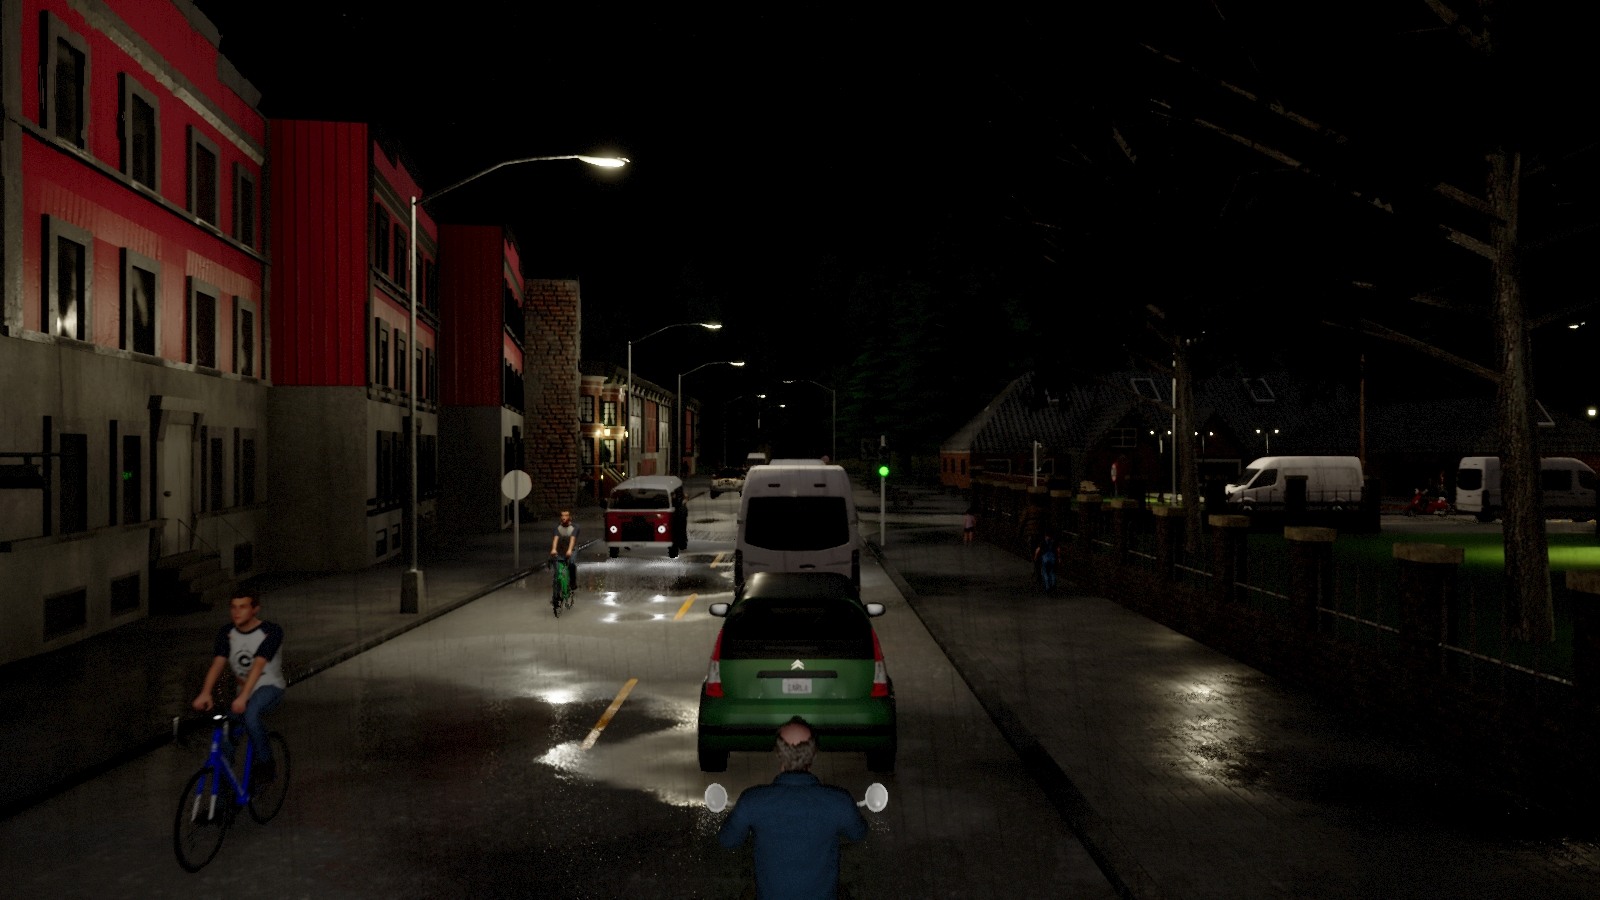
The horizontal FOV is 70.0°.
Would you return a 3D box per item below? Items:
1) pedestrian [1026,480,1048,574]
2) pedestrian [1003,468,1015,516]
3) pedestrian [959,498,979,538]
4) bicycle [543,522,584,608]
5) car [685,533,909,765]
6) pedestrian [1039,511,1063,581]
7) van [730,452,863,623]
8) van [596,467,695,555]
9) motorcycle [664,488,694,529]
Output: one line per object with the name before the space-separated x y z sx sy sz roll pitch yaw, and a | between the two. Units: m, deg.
pedestrian | 4.740 1.535 22.869 0.375 1.860 0.375 0 0 0
pedestrian | 8.195 1.646 44.814 0.375 1.860 0.375 0 0 -2
pedestrian | 4.751 1.917 32.197 0.500 1.100 0.500 0 0 0
bicycle | -4.048 1.944 19.616 0.373 1.296 1.643 0 0 0
car | -0.030 1.785 11.411 1.851 1.617 3.988 0 0 0
pedestrian | 4.756 1.814 21.675 0.375 1.300 0.375 0 0 0
van | -0.061 1.323 20.129 1.988 2.561 5.915 0 0 0
van | -4.071 1.563 30.856 2.069 2.038 4.480 0 2 0
motorcycle | -4.101 1.964 38.850 0.764 1.277 2.356 0 -1 0
